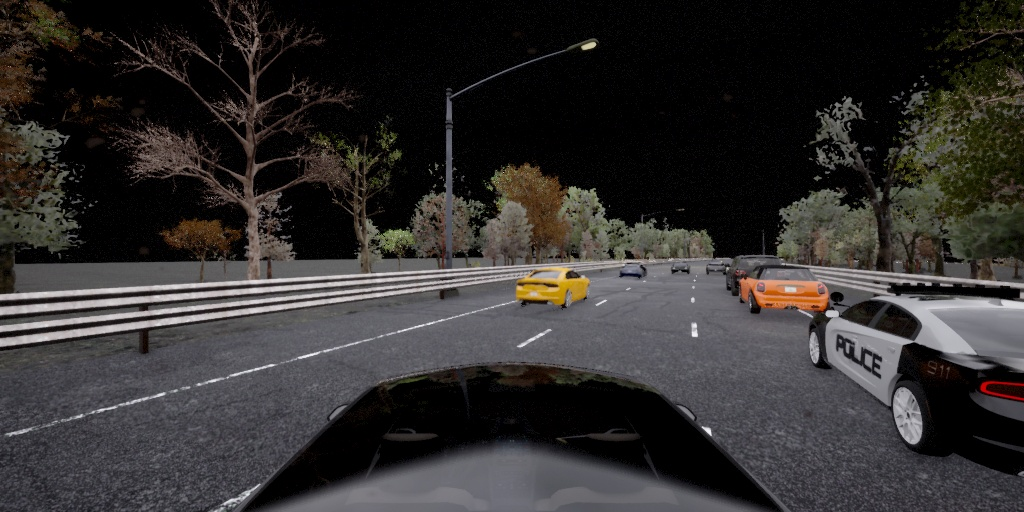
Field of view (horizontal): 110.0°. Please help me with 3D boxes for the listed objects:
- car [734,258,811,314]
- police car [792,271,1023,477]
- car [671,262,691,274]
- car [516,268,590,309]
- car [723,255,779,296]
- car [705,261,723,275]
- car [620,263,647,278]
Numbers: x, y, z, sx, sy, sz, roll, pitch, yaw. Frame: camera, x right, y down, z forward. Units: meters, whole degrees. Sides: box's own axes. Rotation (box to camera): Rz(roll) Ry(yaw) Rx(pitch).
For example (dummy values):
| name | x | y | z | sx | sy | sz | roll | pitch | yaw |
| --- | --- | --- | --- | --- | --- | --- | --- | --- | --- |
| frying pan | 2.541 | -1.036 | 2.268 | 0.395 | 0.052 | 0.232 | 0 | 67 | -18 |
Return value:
| name | x | y | z | sx | sy | sz | roll | pitch | yaw |
| --- | --- | --- | --- | --- | --- | --- | --- | --- | --- |
| car | 9.906 | 1.102 | 13.419 | 2.097 | 1.767 | 4.553 | 0 | 0 | 27 |
| police car | 5.599 | 1.175 | 4.688 | 1.930 | 1.638 | 5.238 | 0 | 0 | 26 |
| car | 19.259 | 1.370 | 40.818 | 1.895 | 1.301 | 4.718 | 0 | 0 | 28 |
| car | 1.896 | 1.228 | 15.124 | 1.882 | 1.535 | 5.008 | 0 | 0 | 26 |
| car | 12.609 | 0.978 | 18.758 | 2.150 | 2.045 | 5.566 | 0 | 0 | 27 |
| car | 22.372 | 1.262 | 39.341 | 2.128 | 1.511 | 4.902 | 0 | 0 | 29 |
| car | 11.427 | 1.324 | 33.636 | 1.994 | 1.385 | 4.181 | 0 | 0 | 28 |
